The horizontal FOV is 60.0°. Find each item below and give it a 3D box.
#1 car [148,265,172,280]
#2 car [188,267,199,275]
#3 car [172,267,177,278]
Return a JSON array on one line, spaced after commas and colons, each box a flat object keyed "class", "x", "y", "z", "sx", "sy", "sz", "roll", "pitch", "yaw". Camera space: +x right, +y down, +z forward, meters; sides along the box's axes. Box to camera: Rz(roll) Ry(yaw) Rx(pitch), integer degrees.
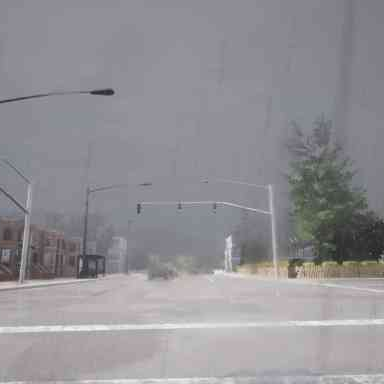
[{"class": "car", "x": -3.499, "y": 8.607, "z": 35.596, "sx": 1.837, "sy": 1.490, "sz": 4.892, "roll": -1, "pitch": -13, "yaw": 0}, {"class": "car", "x": 0.308, "y": 14.635, "z": 61.317, "sx": 2.033, "sy": 1.411, "sz": 5.357, "roll": -1, "pitch": -13, "yaw": 0}, {"class": "car", "x": -3.450, "y": 11.044, "z": 45.558, "sx": 1.895, "sy": 1.301, "sz": 4.718, "roll": -1, "pitch": -13, "yaw": 0}]
